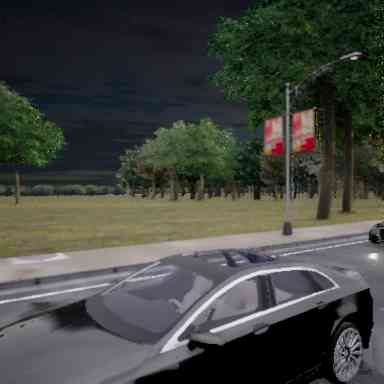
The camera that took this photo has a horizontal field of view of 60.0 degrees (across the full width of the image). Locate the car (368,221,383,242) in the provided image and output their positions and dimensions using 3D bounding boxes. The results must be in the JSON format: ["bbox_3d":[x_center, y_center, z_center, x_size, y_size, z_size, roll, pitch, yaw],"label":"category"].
[{"bbox_3d":[9.496,1.565,14.391,4.181,1.385,1.994,0,0,-35],"label":"car"}]

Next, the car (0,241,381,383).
[{"bbox_3d":[0.164,1.492,3.798,4.902,1.511,2.128,0,0,-35],"label":"car"}]
